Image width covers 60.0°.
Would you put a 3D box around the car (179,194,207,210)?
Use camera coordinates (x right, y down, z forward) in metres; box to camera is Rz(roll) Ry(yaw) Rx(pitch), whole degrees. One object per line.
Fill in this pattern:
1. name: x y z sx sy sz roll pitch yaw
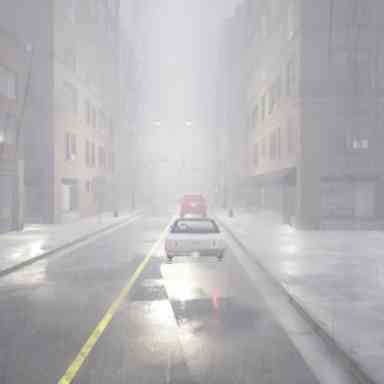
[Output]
1. car: 0.103 1.145 28.708 2.150 2.045 5.566 0 0 0

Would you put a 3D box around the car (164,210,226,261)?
1. car: 0.101 1.570 12.159 1.895 1.301 4.718 0 0 0
